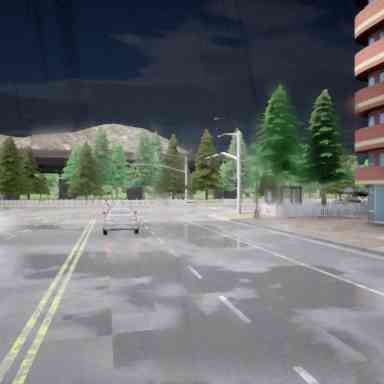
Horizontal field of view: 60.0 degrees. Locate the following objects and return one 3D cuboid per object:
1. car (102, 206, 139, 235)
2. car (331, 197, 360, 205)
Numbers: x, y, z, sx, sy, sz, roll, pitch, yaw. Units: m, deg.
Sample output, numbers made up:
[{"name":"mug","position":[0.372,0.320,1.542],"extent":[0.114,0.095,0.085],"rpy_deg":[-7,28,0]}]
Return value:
[{"name":"car","position":[-4.043,1.523,18.761],"extent":[1.812,1.442,4.674],"rpy_deg":[0,0,-14]},{"name":"car","position":[24.705,1.464,53.536],"extent":[4.674,1.442,1.812],"rpy_deg":[0,0,-10]}]
